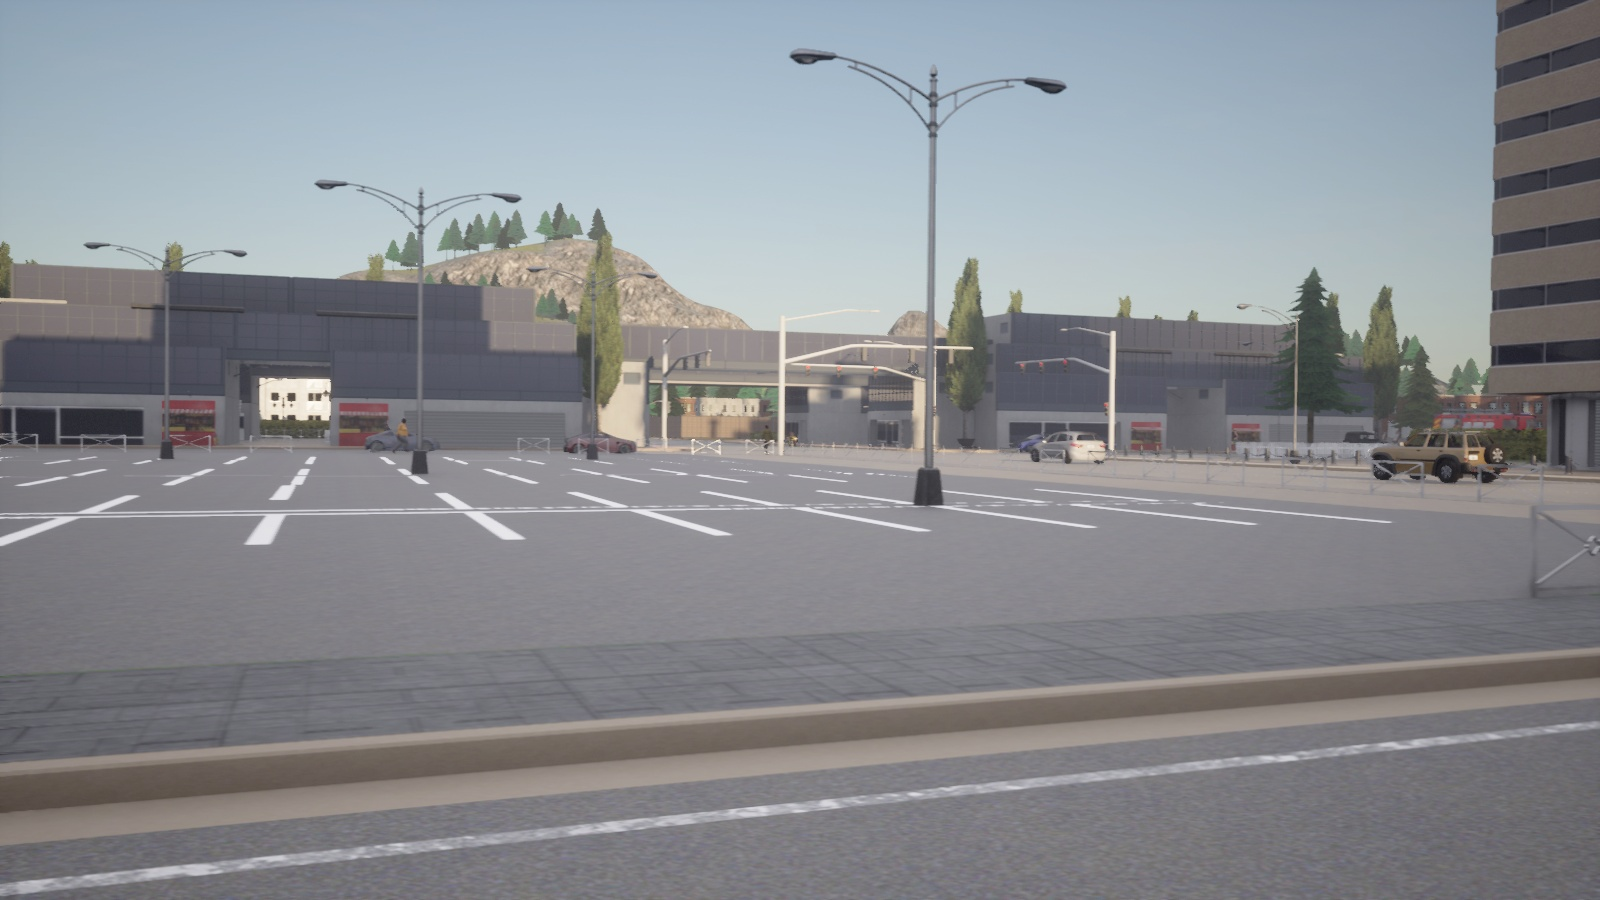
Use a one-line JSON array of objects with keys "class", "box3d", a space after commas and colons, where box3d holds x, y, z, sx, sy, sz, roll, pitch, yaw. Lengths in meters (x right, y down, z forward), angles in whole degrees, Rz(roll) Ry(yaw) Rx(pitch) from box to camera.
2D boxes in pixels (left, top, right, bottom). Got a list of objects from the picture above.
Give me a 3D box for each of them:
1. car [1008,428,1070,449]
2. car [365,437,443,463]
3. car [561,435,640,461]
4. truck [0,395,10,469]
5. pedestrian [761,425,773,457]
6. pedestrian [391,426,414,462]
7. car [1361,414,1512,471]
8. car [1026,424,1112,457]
[{"class": "car", "box3d": [18.001, -0.866, 94.533, 4.193, 1.474, 1.816, -1, 1, -20]}, {"class": "car", "box3d": [-22.704, -0.009, 72.016, 4.181, 1.385, 1.994, -1, 1, -19]}, {"class": "car", "box3d": [-11.460, -0.134, 72.207, 4.181, 1.385, 1.994, -1, 1, -20]}, {"class": "truck", "box3d": [-45.651, -0.861, 64.134, 8.468, 3.827, 2.891, -1, 1, -19]}, {"class": "pedestrian", "box3d": [-1.898, -0.548, 72.597, 0.431, 1.840, 0.709, -1, 1, -22]}, {"class": "pedestrian", "box3d": [-20.338, -0.314, 64.285, 0.900, 1.855, 0.874, -1, 1, -5]}, {"class": "car", "box3d": [22.074, -0.281, 43.759, 1.932, 1.855, 4.605, -1, 1, -21]}, {"class": "car", "box3d": [13.937, -0.517, 65.402, 2.242, 1.667, 4.611, -1, 1, -20]}]
